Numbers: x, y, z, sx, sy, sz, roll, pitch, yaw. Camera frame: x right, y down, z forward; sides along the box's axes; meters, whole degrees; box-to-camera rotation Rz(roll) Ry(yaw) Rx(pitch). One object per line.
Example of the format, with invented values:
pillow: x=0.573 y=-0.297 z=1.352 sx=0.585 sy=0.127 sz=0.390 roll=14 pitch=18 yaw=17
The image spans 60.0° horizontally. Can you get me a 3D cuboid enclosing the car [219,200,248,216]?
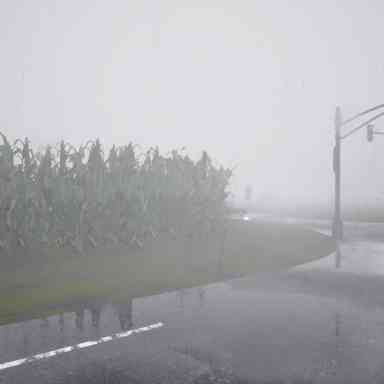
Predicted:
car: x=3.164 y=1.501 z=31.949 sx=2.033 sy=1.411 sz=5.357 roll=1 pitch=0 yaw=-26
